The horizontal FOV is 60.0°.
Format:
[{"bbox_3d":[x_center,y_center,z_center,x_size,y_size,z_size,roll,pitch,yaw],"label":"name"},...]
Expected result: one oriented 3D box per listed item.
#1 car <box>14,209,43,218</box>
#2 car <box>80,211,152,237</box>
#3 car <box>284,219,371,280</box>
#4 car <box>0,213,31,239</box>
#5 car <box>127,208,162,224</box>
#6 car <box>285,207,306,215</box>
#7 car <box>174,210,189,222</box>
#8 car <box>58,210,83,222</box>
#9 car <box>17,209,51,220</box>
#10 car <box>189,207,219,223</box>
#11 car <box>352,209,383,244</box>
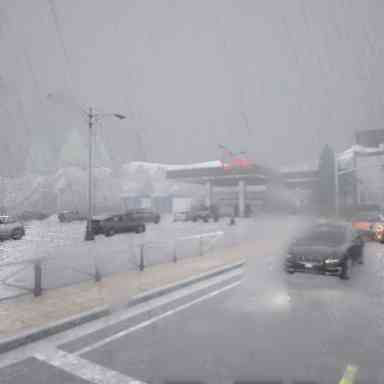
[{"bbox_3d":[-31.501,4.060,64.129,2.007,1.523,4.514,-2,-3,34],"label":"car"},{"bbox_3d":[-5.323,2.388,23.893,2.007,1.523,4.514,-2,-3,34],"label":"car"},{"bbox_3d":[4.668,1.884,11.405,1.837,1.490,4.892,-2,-2,35],"label":"car"},{"bbox_3d":[-12.332,2.234,20.157,1.970,1.475,3.806,-2,-3,34],"label":"car"},{"bbox_3d":[-5.382,2.627,36.074,1.932,1.855,4.605,-2,-3,34],"label":"car"},{"bbox_3d":[21.475,3.996,68.396,4.611,1.667,2.242,-2,-3,34],"label":"car"},{"bbox_3d":[-0.613,3.112,43.074,1.970,1.475,3.806,-2,-3,34],"label":"car"},{"bbox_3d":[-15.248,3.170,43.696,2.007,1.523,4.514,-2,-3,34],"label":"car"},{"bbox_3d":[-23.462,3.453,49.379,1.845,1.501,3.633,-2,-3,34],"label":"car"},{"bbox_3d":[1.780,2.726,40.701,1.905,1.878,3.866,-2,-3,34],"label":"car"},{"bbox_3d":[10.360,1.990,19.631,2.097,1.767,4.553,-2,-2,35],"label":"car"}]
